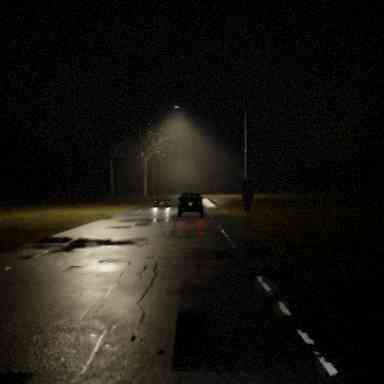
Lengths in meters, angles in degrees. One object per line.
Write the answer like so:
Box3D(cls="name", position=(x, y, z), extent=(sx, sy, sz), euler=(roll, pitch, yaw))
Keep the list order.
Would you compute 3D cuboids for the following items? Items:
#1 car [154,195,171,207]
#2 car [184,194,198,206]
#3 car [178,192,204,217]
Box3D(cls="car", position=(-3.689, 1.147, 42.557), extent=(1.837, 1.490, 4.892), euler=(0, 1, 0))
Box3D(cls="car", position=(-0.125, 1.093, 46.477), extent=(1.812, 1.442, 4.674), euler=(0, 1, 1))
Box3D(cls="car", position=(-0.090, 1.023, 29.364), extent=(2.150, 2.045, 5.566), euler=(0, 1, 0))
